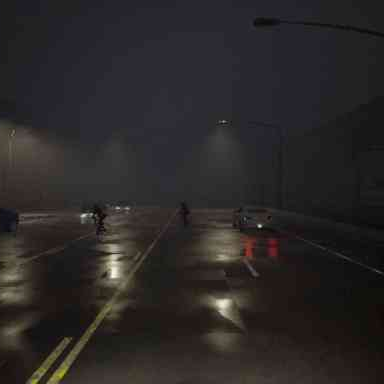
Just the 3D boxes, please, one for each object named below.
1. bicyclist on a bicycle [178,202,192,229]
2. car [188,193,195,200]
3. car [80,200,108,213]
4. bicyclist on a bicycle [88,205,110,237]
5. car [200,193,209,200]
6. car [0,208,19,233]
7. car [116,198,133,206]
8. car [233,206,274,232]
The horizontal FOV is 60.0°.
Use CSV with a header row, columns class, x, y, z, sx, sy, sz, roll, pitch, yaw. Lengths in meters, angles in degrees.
class,x,y,z,sx,sy,sz,roll,pitch,yaw
bicyclist on a bicycle,-0.448,1.455,20.283,0.582,1.620,1.656,0,-2,-31
car,-0.198,1.248,86.320,2.033,1.411,5.357,0,1,0
car,-10.683,1.547,36.737,2.033,1.411,5.357,0,0,0
bicyclist on a bicycle,-4.719,1.455,16.769,1.656,1.620,0.582,-3,-1,33
car,3.303,1.222,85.804,1.837,1.490,4.892,0,1,0
car,-10.637,1.477,16.631,1.882,1.535,5.008,0,0,0
car,-10.717,1.601,52.959,1.895,1.301,4.718,0,0,0
car,3.554,1.525,19.784,1.812,1.442,4.674,0,0,0
